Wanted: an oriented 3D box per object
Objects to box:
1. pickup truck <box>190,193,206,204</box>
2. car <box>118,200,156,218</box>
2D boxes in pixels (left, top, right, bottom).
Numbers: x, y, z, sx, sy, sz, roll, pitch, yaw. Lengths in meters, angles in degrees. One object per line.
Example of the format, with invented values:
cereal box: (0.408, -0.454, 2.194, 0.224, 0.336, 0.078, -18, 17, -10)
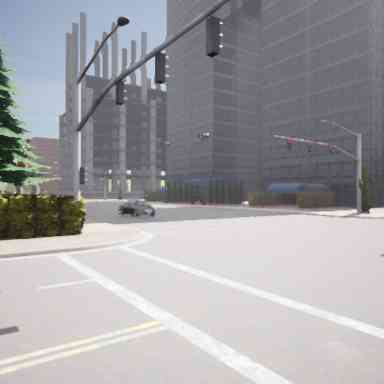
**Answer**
pickup truck: (1.026, 1.194, 62.285, 2.390, 2.098, 6.274, 0, 0, -5)
car: (-5.123, 1.544, 30.566, 2.128, 1.511, 4.902, 0, 0, -36)
